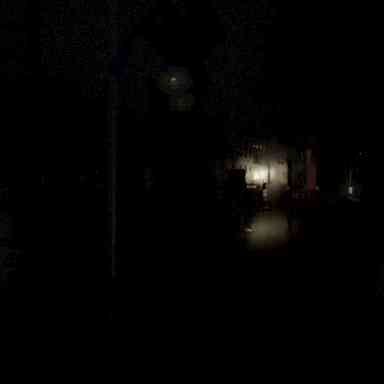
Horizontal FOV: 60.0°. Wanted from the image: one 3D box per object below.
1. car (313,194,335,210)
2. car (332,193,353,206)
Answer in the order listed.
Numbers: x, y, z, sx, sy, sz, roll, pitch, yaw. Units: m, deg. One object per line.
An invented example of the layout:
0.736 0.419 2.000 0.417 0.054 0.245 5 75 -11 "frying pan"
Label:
15.671 1.296 39.082 2.128 1.511 4.902 0 0 34 "car"
21.628 1.261 47.531 1.882 1.535 5.008 0 0 36 "car"
